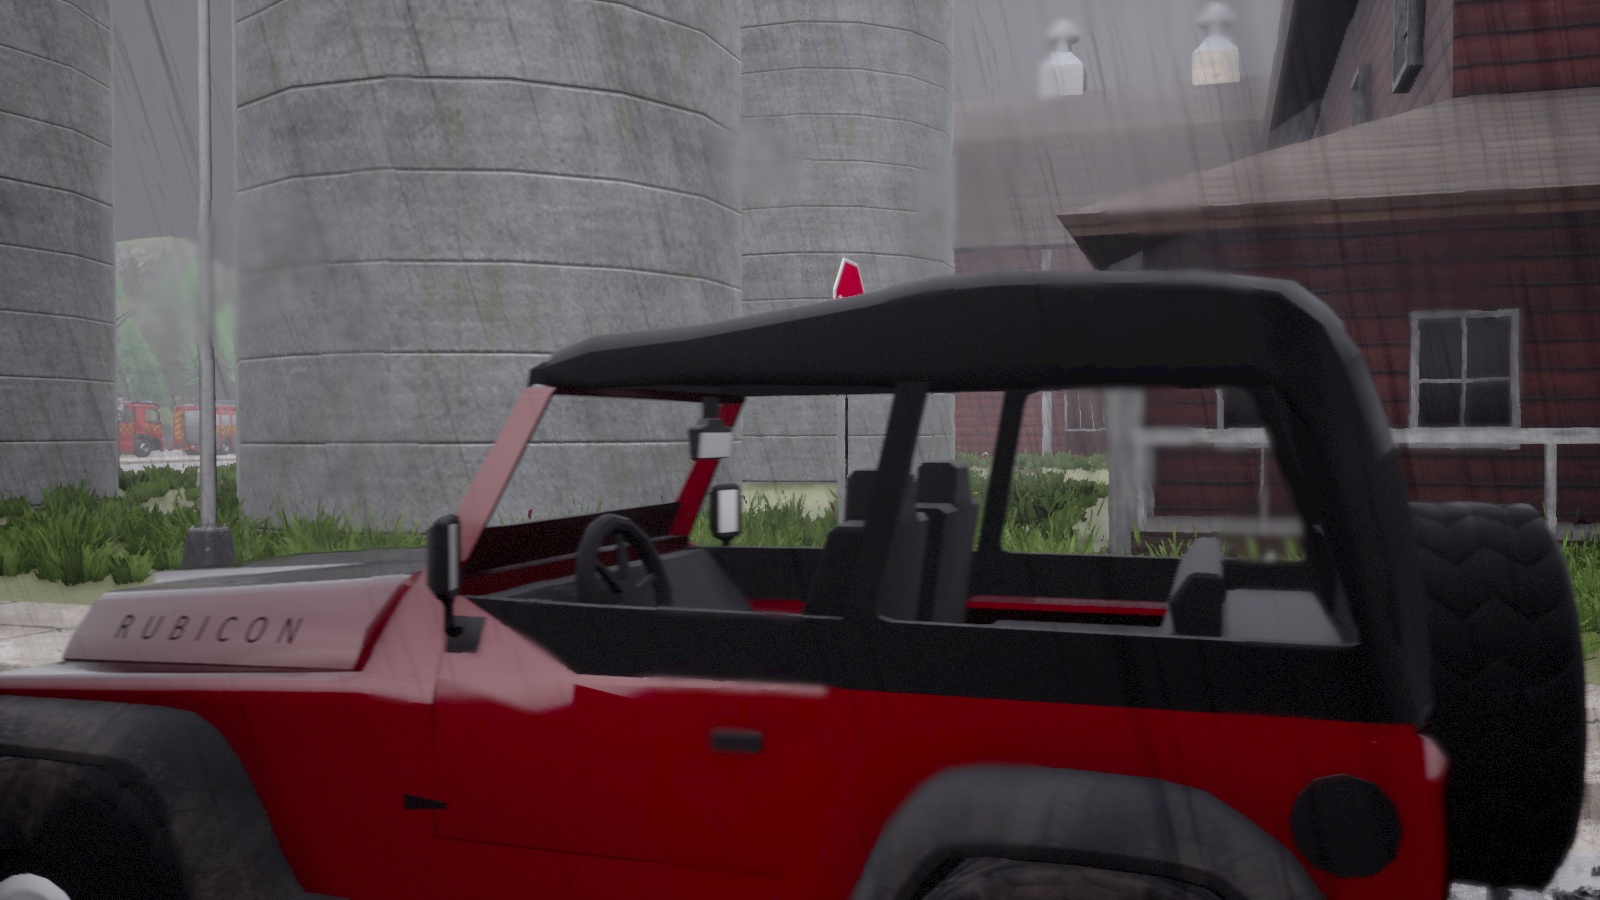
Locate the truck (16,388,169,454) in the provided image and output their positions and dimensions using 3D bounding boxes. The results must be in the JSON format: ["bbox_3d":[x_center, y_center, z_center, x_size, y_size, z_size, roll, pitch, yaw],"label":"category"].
[{"bbox_3d":[-43.146,-1.732,76.966,2.891,3.827,8.468,1,1,18],"label":"truck"}]

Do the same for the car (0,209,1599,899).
[{"bbox_3d":[-0.259,0.569,3.276,3.866,1.878,1.905,0,1,19],"label":"car"}]

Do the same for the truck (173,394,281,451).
[{"bbox_3d":[-40.253,-1.908,88.614,2.891,3.827,8.468,0,1,7],"label":"truck"}]
